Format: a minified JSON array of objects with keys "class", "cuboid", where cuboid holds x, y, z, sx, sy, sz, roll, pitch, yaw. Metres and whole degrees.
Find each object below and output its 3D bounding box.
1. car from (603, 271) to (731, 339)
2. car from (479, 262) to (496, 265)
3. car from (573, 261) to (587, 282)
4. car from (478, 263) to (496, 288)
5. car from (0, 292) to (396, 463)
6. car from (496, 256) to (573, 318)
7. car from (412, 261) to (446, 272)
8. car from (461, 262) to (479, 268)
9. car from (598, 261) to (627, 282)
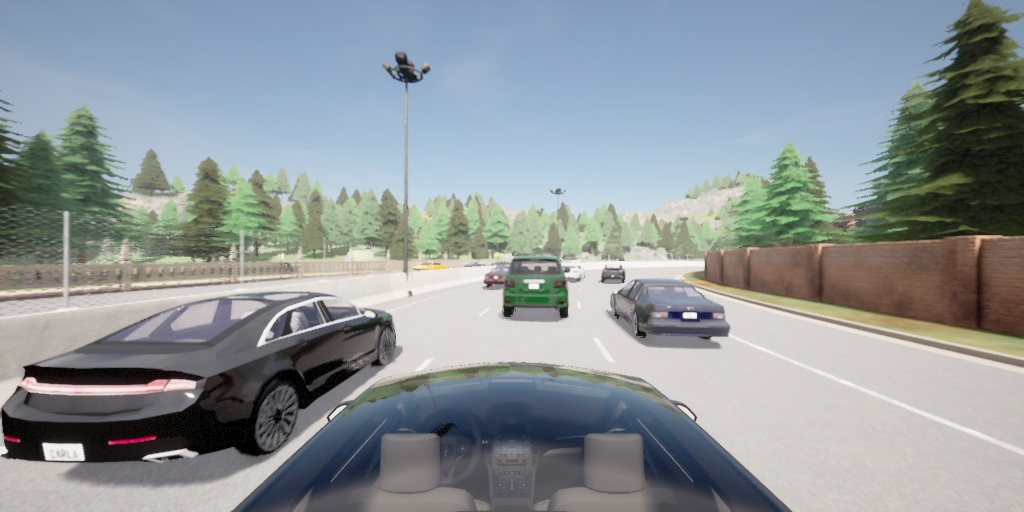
[{"class":"car","cuboid":[4.115,1.346,10.254,2.033,1.411,5.357,0,0,6]},{"class":"car","cuboid":[-1.673,1.420,42.677,1.837,1.490,4.892,0,-1,24]},{"class":"car","cuboid":[5.216,1.414,31.107,1.812,1.442,4.674,0,0,18]},{"class":"car","cuboid":[-0.376,1.391,24.738,2.033,1.411,5.357,0,0,14]},{"class":"car","cuboid":[-3.225,1.245,5.074,2.128,1.511,4.902,0,0,2]},{"class":"car","cuboid":[1.009,1.024,13.542,2.150,2.045,5.566,0,0,7]},{"class":"car","cuboid":[-9.616,1.362,41.793,1.882,1.535,5.008,0,0,22]},{"class":"car","cuboid":[-4.747,1.475,44.350,1.994,1.385,4.181,0,0,25]},{"class":"car","cuboid":[8.583,1.387,30.111,2.128,1.511,4.902,0,0,18]}]
